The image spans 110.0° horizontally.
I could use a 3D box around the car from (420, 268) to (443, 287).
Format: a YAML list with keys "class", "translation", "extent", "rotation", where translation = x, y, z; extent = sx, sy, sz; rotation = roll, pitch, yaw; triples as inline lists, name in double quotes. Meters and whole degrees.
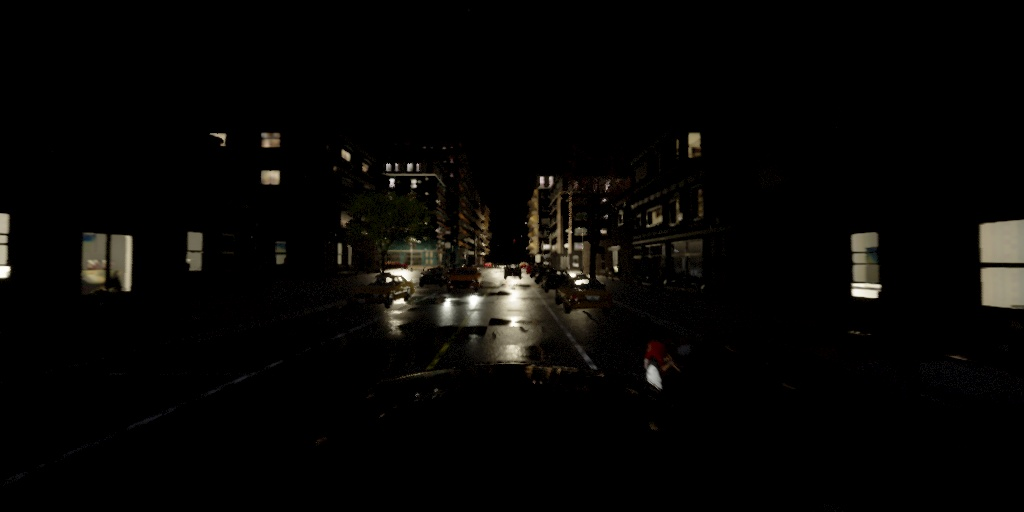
- class: "car"
  translation: [-5.819, 1.587, 27.369]
  extent: [2.007, 1.370, 4.403]
  rotation: [0, 0, 0]

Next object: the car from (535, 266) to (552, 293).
- class: "car"
  translation: [2.787, 1.534, 22.744]
  extent: [2.007, 1.370, 4.403]
  rotation: [0, 0, 0]

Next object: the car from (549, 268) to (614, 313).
- class: "car"
  translation: [2.748, 1.415, 14.524]
  extent: [1.751, 1.417, 4.829]
  rotation: [0, 0, 0]

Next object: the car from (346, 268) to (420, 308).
- class: "car"
  translation: [-5.762, 1.438, 16.134]
  extent: [1.751, 1.417, 4.829]
  rotation: [0, 0, 0]

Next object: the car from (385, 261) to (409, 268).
- class: "car"
  translation: [-20.024, 1.593, 61.606]
  extent: [4.507, 1.381, 1.888]
  rotation: [0, 0, -1]

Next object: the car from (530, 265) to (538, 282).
- class: "car"
  translation: [2.814, 1.634, 30.288]
  extent: [1.948, 1.339, 4.313]
  rotation: [0, 0, 0]

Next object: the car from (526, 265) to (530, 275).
- class: "car"
  translation: [2.812, 1.753, 39.289]
  extent: [1.802, 1.307, 4.207]
  rotation: [0, 0, 0]

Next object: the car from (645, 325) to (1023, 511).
- class: "car"
  translation: [2.698, 1.312, 3.288]
  extent: [1.888, 1.381, 4.507]
  rotation: [0, 0, 0]

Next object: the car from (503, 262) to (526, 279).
- class: "car"
  translation: [0.092, 1.653, 38.681]
  extent: [2.128, 1.511, 4.902]
  rotation: [0, -1, 0]

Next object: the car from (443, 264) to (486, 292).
- class: "car"
  translation: [-3.006, 1.483, 23.693]
  extent: [1.882, 1.535, 5.008]
  rotation: [0, -1, 0]
